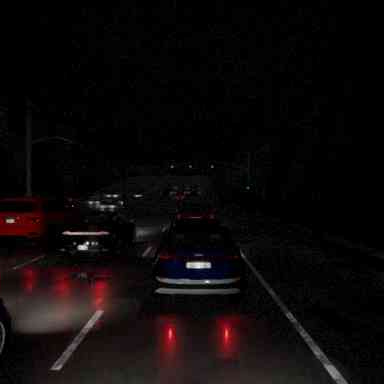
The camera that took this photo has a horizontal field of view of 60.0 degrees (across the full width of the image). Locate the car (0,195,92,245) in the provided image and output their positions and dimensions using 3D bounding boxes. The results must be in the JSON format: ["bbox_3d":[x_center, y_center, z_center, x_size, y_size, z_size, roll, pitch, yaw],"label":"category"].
[{"bbox_3d":[-6.868,1.221,15.560,2.150,2.045,5.566,0,0,3],"label":"car"}]

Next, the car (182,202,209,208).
[{"bbox_3d":[0.174,1.351,17.729,2.097,1.767,4.553,0,0,0],"label":"car"}]

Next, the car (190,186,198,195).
[{"bbox_3d":[0.459,-0.038,85.707,1.994,1.385,4.181,0,7,1],"label":"car"}]

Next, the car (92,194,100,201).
[{"bbox_3d":[-20.679,1.147,71.915,1.812,1.442,4.674,0,3,1],"label":"car"}]

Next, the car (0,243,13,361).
[{"bbox_3d":[-3.391,1.526,2.649,1.812,1.442,4.674,0,0,0],"label":"car"}]

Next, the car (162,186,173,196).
[{"bbox_3d":[-6.549,0.034,84.947,2.033,1.411,5.357,0,7,1],"label":"car"}]

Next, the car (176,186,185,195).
[{"bbox_3d":[-3.045,-0.024,85.324,1.812,1.442,4.674,0,7,1],"label":"car"}]

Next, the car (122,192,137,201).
[{"bbox_3d":[-13.686,1.192,70.893,1.812,1.442,4.674,0,2,0],"label":"car"}]

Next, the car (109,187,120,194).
[{"bbox_3d":[-20.520,-0.470,87.988,1.882,1.535,5.008,0,7,1],"label":"car"}]

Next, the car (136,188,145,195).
[{"bbox_3d":[-13.529,-0.213,87.017,2.033,1.411,5.357,0,7,1],"label":"car"}]

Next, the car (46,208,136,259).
[{"bbox_3d":[-3.347,1.492,12.658,2.128,1.511,4.902,0,0,0],"label":"car"}]

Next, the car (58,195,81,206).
[{"bbox_3d":[-20.828,1.345,56.763,2.097,1.767,4.553,0,0,1],"label":"car"}]

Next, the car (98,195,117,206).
[{"bbox_3d":[-13.841,1.517,55.899,1.812,1.442,4.674,0,0,1],"label":"car"}]

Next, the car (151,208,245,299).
[{"bbox_3d":[0.134,1.430,8.463,2.033,1.649,4.856,0,0,0],"label":"car"}]
